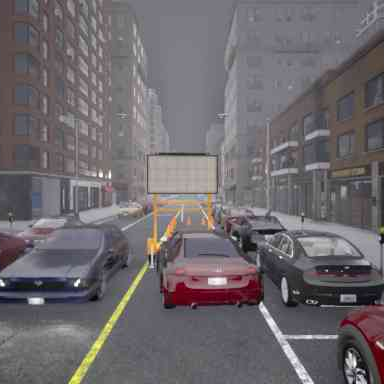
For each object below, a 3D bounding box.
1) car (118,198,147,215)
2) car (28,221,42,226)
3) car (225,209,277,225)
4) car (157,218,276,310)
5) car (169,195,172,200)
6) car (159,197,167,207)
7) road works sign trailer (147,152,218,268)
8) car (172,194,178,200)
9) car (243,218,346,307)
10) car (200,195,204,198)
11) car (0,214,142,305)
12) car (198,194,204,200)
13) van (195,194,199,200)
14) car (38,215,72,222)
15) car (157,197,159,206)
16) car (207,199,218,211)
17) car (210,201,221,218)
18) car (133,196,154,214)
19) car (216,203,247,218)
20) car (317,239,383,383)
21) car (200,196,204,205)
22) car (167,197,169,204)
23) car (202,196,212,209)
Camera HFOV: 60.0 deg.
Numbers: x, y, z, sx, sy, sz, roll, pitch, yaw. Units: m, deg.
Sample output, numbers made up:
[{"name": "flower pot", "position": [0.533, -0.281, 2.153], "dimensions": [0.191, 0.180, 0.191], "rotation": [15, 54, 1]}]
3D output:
[{"name": "car", "position": [-5.435, 1.539, 29.652], "dimensions": [1.752, 1.417, 4.829], "rotation": [0, 0, 0]}, {"name": "car", "position": [-5.401, 1.582, 7.748], "dimensions": [1.802, 1.307, 4.206], "rotation": [0, 0, 0]}, {"name": "car", "position": [2.614, 1.569, 13.283], "dimensions": [1.947, 1.339, 4.313], "rotation": [0, 0, 0]}, {"name": "car", "position": [0.212, 1.558, 7.916], "dimensions": [1.994, 1.385, 4.181], "rotation": [1, 0, -7]}, {"name": "car", "position": [-5.496, 1.588, 62.931], "dimensions": [2.008, 1.369, 4.403], "rotation": [0, 0, 0]}, {"name": "car", "position": [-5.478, 1.470, 51.895], "dimensions": [1.967, 1.590, 4.097], "rotation": [0, 0, 0]}, {"name": "road works sign trailer", "position": [-0.335, 0.467, 11.377], "dimensions": [2.380, 3.560, 2.880], "rotation": [0, 0, -6]}, {"name": "car", "position": [-5.543, 1.605, 90.012], "dimensions": [2.008, 1.369, 4.403], "rotation": [0, 0, 0]}, {"name": "car", "position": [2.623, 1.551, 7.765], "dimensions": [2.008, 1.369, 4.403], "rotation": [0, 0, 0]}, {"name": "car", "position": [2.548, 1.612, 51.916], "dimensions": [1.802, 1.307, 4.206], "rotation": [0, 0, 0]}, {"name": "car", "position": [-2.763, 1.548, 8.558], "dimensions": [2.033, 1.411, 5.357], "rotation": [0, 0, 0]}, {"name": "car", "position": [2.538, 1.474, 57.435], "dimensions": [1.967, 1.590, 4.097], "rotation": [0, 0, 0]}, {"name": "van", "position": [2.482, 1.396, 90.035], "dimensions": [1.690, 1.788, 3.998], "rotation": [0, 0, 0]}, {"name": "car", "position": [-5.411, 1.585, 13.265], "dimensions": [1.802, 1.307, 4.206], "rotation": [0, 0, 0]}, {"name": "car", "position": [-5.459, 1.604, 40.857], "dimensions": [1.802, 1.307, 4.206], "rotation": [0, 0, 0]}, {"name": "car", "position": [2.585, 1.596, 29.840], "dimensions": [1.802, 1.307, 4.206], "rotation": [0, 0, 0]}, {"name": "car", "position": [2.595, 1.561, 24.321], "dimensions": [2.008, 1.369, 4.403], "rotation": [0, 0, 0]}, {"name": "car", "position": [-5.449, 1.333, 35.339], "dimensions": [2.192, 1.841, 5.009], "rotation": [0, 0, 0]}, {"name": "car", "position": [2.604, 1.551, 18.802], "dimensions": [1.887, 1.381, 4.507], "rotation": [0, 0, 0]}, {"name": "car", "position": [2.633, 1.440, 2.246], "dimensions": [1.967, 1.590, 4.097], "rotation": [0, 0, 0]}, {"name": "car", "position": [2.557, 1.577, 46.397], "dimensions": [2.008, 1.369, 4.403], "rotation": [0, 0, 0]}, {"name": "car", "position": [-5.487, 1.559, 57.242], "dimensions": [1.752, 1.417, 4.829], "rotation": [0, 0, 0]}, {"name": "car", "position": [2.566, 1.573, 40.878], "dimensions": [2.008, 1.369, 4.403], "rotation": [0, 0, 0]}]
